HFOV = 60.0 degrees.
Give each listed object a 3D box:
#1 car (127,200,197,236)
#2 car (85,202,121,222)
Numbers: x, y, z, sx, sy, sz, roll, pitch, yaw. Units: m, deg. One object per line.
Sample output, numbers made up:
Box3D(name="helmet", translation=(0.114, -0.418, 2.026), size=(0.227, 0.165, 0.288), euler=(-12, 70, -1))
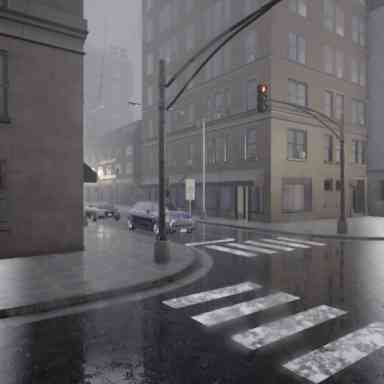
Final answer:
Box3D(name="car", translation=(-1.717, 1.267, 17.916), size=(2.097, 1.767, 4.553), euler=(0, 0, -36))
Box3D(name="car", translation=(-7.014, 1.430, 25.317), size=(1.994, 1.385, 4.181), euler=(0, 0, -35))
